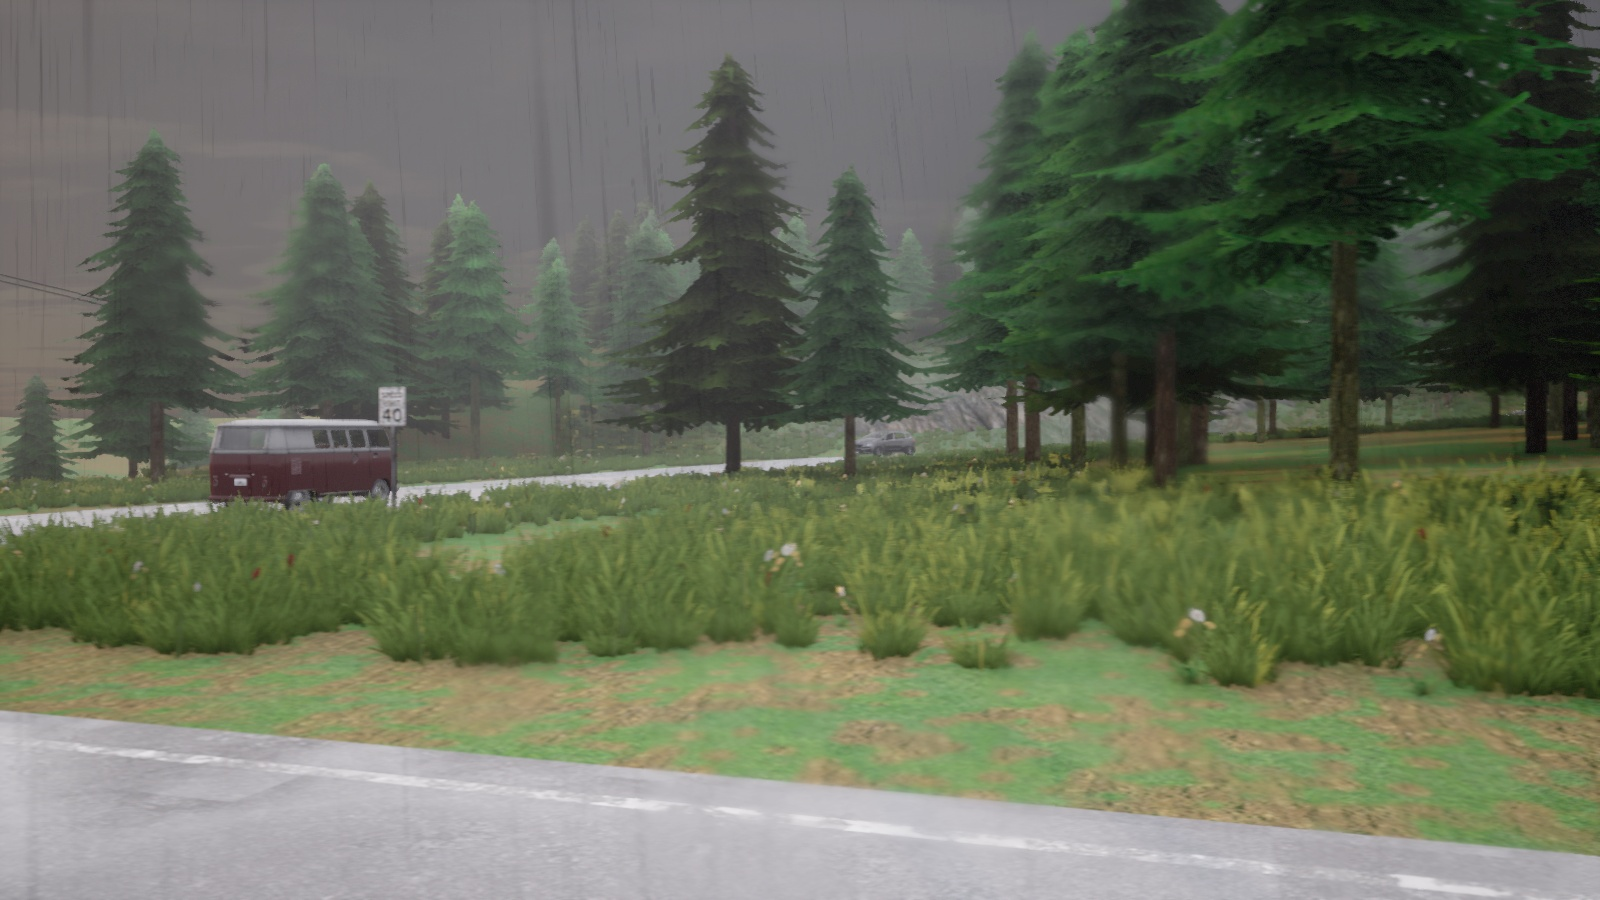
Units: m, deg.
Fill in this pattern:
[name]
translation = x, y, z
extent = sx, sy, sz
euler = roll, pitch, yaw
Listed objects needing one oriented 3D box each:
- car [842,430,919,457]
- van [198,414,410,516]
[car]
translation = 5.062, -0.429, 78.506
extent = 4.611, 1.667, 2.242
euler = -1, 1, -44
[van]
translation = -10.379, 0.251, 26.678
extent = 1.775, 1.987, 4.442
euler = 1, 1, 18
